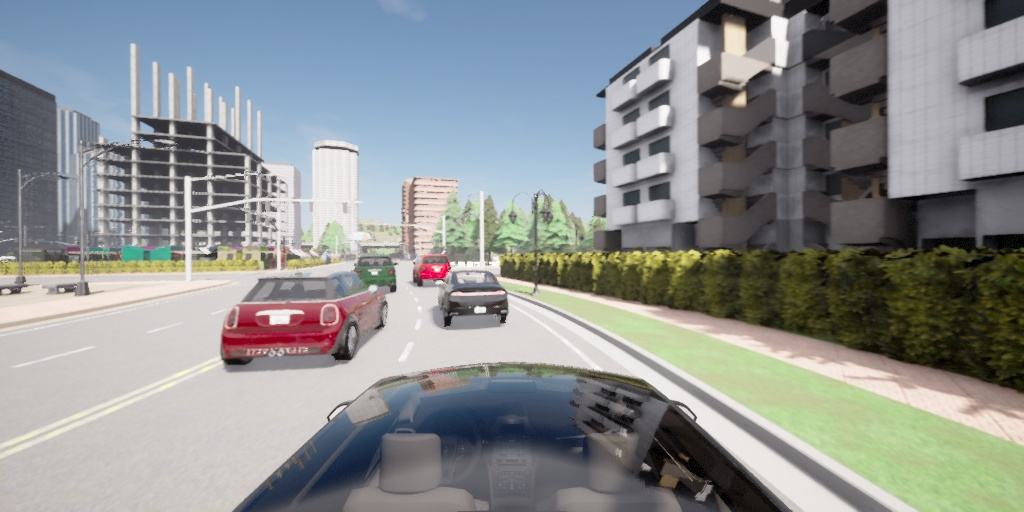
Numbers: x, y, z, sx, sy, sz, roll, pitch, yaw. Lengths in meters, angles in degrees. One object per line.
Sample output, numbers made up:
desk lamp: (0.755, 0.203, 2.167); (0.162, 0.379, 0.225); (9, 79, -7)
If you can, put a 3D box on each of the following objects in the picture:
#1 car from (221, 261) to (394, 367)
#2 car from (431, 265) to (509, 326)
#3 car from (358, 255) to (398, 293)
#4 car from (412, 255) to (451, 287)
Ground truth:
car: (-4.299, 1.107, 8.266); (2.097, 1.767, 4.553); (0, 0, -8)
car: (-1.410, 1.213, 11.721); (2.128, 1.511, 4.902); (0, 0, -14)
car: (-7.727, 0.955, 20.434); (2.150, 2.045, 5.566); (0, 0, -19)
car: (-5.489, 0.928, 24.529); (2.150, 2.045, 5.566); (0, 0, -20)
